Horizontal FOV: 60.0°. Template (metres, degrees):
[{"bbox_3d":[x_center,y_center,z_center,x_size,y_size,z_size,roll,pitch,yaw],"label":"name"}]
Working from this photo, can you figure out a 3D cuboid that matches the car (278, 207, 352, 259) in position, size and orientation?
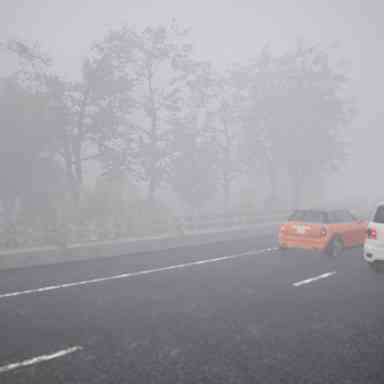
[{"bbox_3d":[5.369,1.378,12.974,4.553,1.767,2.097,0,0,-42],"label":"car"}]

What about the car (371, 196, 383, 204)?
[{"bbox_3d":[36.857,1.560,65.211,1.837,1.490,4.892,0,0,12],"label":"car"}]

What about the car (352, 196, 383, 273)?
[{"bbox_3d":[7.007,1.230,9.672,5.566,2.045,2.150,0,0,-42],"label":"car"}]
